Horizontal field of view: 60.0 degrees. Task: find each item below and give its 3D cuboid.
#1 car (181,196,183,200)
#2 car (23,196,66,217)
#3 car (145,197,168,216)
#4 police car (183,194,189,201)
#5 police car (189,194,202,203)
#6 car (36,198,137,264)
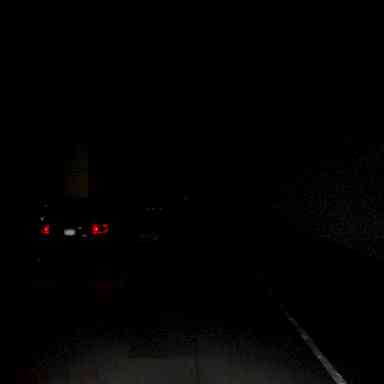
[{"bbox_3d":[-1.389,1.312,85.209,2.097,1.767,4.553,0,0,-13],"label":"car"},{"bbox_3d":[-14.101,1.336,32.108,2.097,1.767,4.553,0,0,0],"label":"car"},{"bbox_3d":[-3.406,1.532,32.115,2.033,1.411,5.357,0,0,0],"label":"car"},{"bbox_3d":[-0.187,1.389,79.046,1.930,1.638,5.238,0,0,-9],"label":"police car"},{"bbox_3d":[0.925,1.394,68.408,1.930,1.638,5.238,0,0,-3],"label":"police car"},{"bbox_3d":[-3.402,1.216,11.935,2.150,2.045,5.566,0,0,0],"label":"car"}]
